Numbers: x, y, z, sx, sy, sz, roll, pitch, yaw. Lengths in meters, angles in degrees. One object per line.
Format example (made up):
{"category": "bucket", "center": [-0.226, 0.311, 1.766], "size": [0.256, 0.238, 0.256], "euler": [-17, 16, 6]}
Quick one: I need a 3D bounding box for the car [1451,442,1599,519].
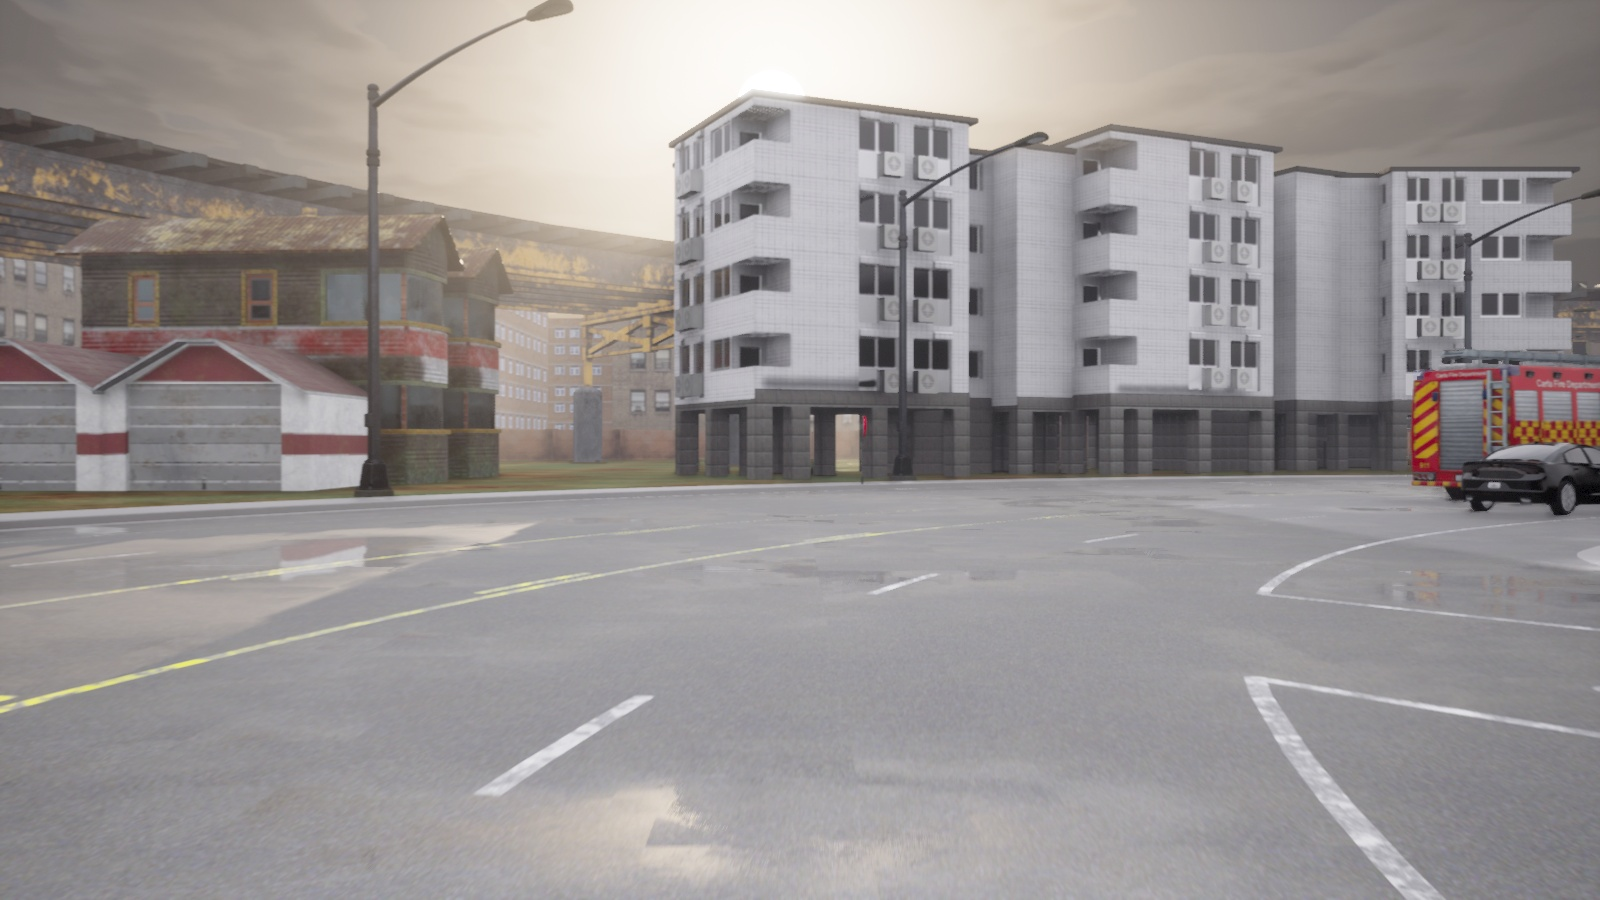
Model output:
{"category": "car", "center": [16.437, 0.595, 27.180], "size": [5.008, 1.535, 1.882], "euler": [0, 0, -32]}

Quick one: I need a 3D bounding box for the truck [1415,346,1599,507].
{"category": "truck", "center": [20.386, -0.574, 33.033], "size": [8.468, 3.827, 2.891], "euler": [0, 0, -25]}
